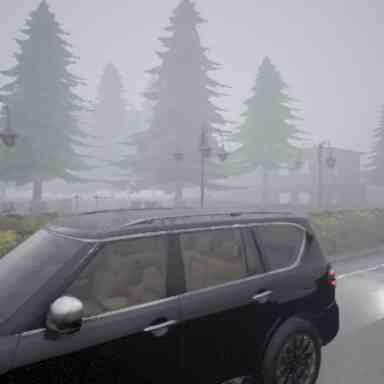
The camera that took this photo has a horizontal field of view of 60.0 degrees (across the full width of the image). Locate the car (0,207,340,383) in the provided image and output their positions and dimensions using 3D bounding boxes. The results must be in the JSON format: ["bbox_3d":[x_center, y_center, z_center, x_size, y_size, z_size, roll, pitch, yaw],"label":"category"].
[{"bbox_3d":[-0.753,1.224,3.445,5.566,2.045,2.150,0,0,-35],"label":"car"}]
